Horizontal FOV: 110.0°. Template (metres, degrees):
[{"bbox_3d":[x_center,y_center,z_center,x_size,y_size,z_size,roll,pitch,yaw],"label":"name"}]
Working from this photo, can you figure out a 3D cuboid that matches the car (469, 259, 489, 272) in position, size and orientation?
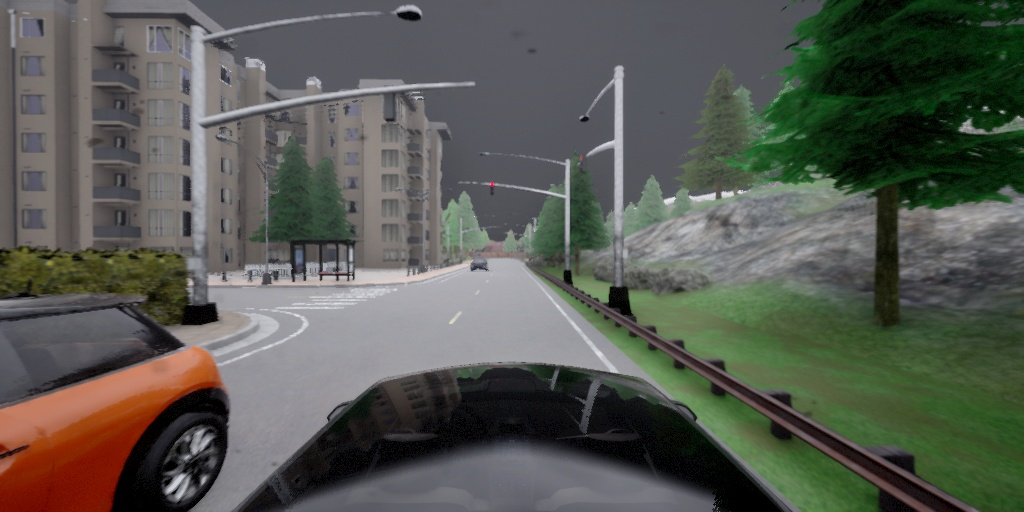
[{"bbox_3d":[-3.546,0.984,39.880,2.033,1.411,5.357,0,1,0],"label":"car"}]

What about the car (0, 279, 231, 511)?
[{"bbox_3d":[-3.506,1.053,1.186,2.097,1.767,4.553,0,0,0],"label":"car"}]
